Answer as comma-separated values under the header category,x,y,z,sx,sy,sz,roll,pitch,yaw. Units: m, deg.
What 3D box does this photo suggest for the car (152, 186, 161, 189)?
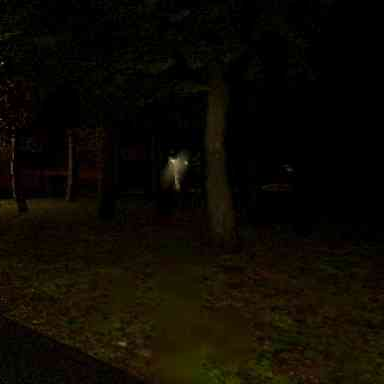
category,x,y,z,sx,sy,sz,roll,pitch,yaw
car,-9.274,-0.825,90.777,1.812,1.442,4.674,-2,1,34
